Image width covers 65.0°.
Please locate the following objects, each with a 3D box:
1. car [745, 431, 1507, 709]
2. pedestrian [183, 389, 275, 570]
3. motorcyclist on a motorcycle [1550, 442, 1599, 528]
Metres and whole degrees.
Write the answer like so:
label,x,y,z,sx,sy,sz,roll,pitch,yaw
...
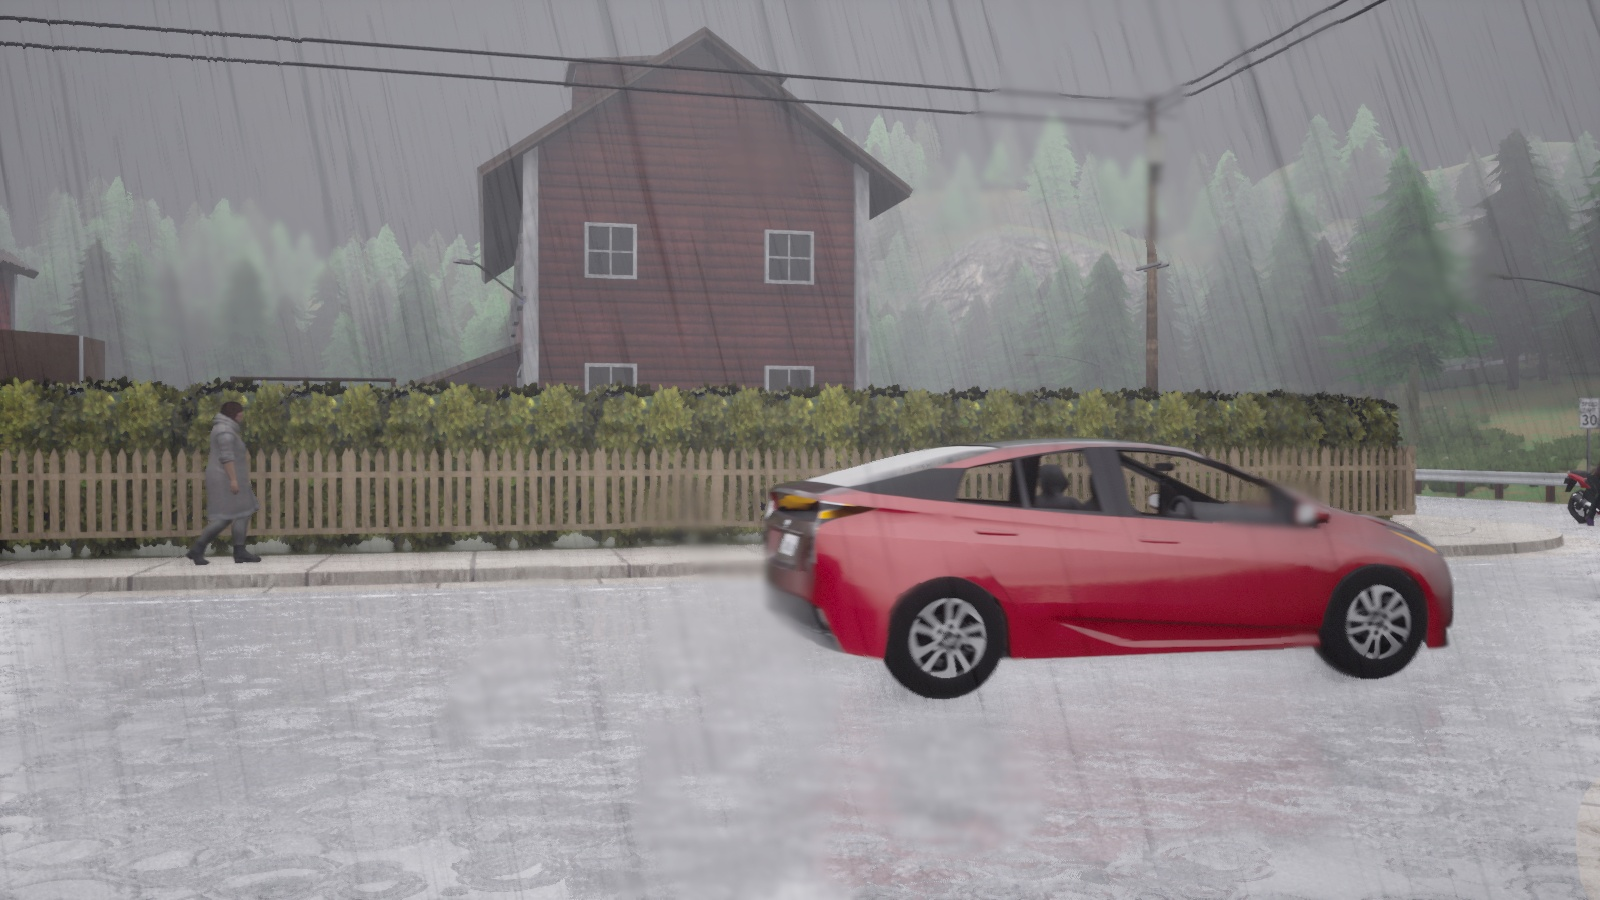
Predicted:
label,x,y,z,sx,sy,sz,roll,pitch,yaw
car,2.043,0.648,8.385,4.514,1.525,2.007,0,0,-14
pedestrian,-6.334,0.318,13.968,0.873,1.952,0.659,0,0,-20
motorcyclist on a motorcycle,14.482,0.614,22.301,0.797,1.523,2.044,0,0,-13
